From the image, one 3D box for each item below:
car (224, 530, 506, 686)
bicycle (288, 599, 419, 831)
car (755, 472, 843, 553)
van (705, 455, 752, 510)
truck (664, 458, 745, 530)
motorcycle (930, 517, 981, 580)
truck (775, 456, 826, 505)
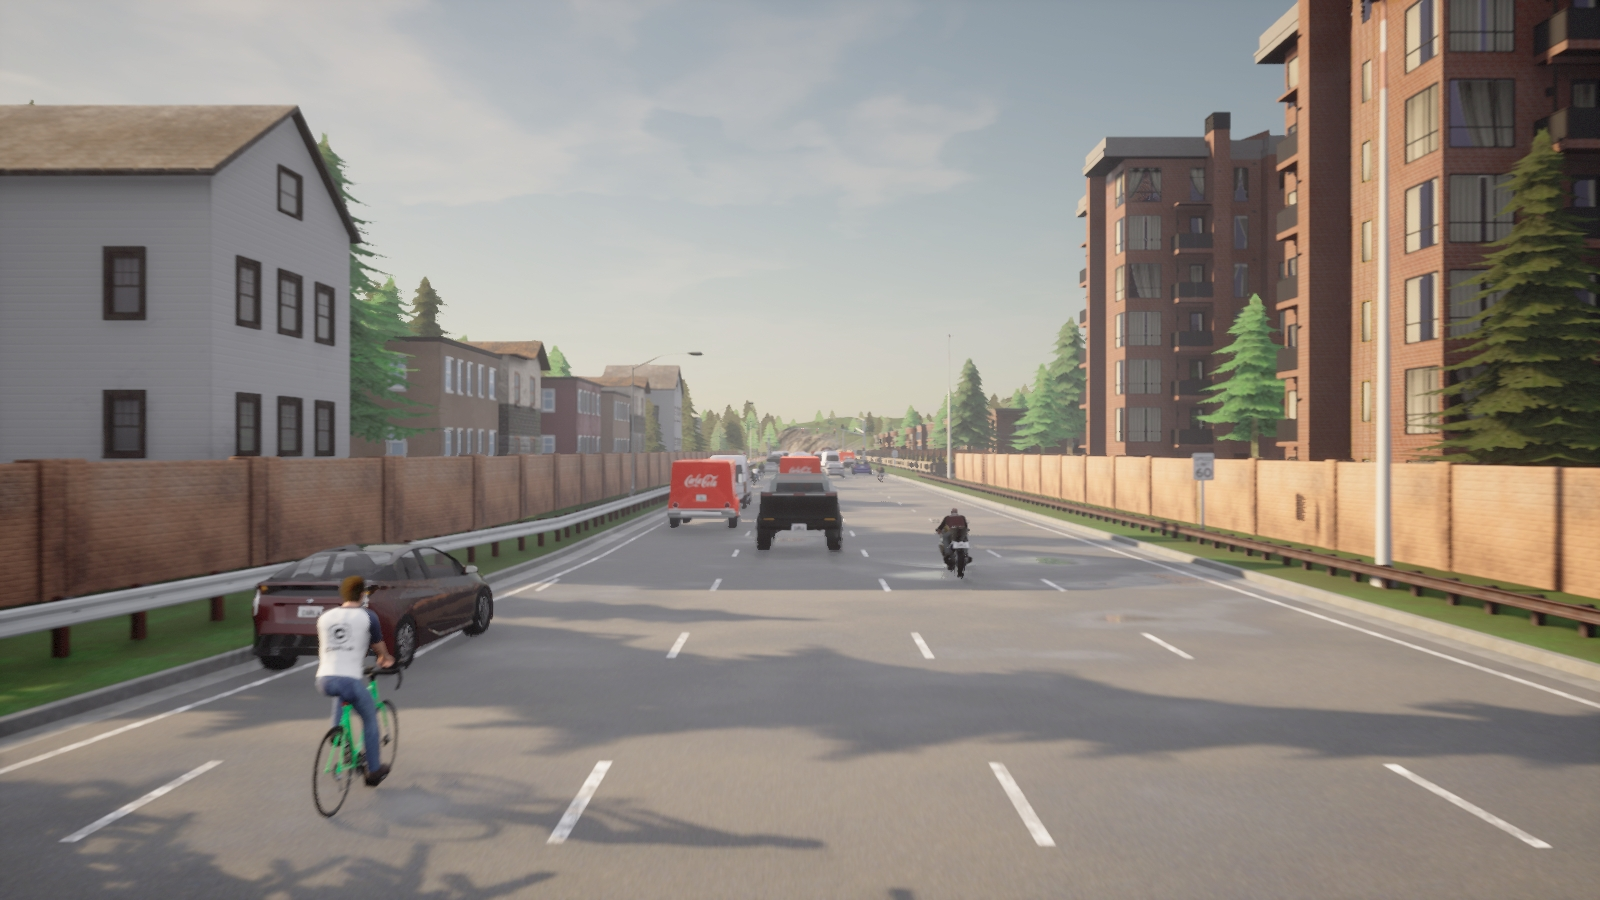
[{"bbox_3d":[-5.777,2.040,15.882,2.007,1.525,4.514,0,0,3],"label":"car"},{"bbox_3d":[-3.560,2.056,9.235,0.373,1.496,1.643,0,0,2],"label":"bicycle"},{"bbox_3d":[-0.003,1.753,34.145,2.390,2.098,6.274,0,0,0],"label":"car"},{"bbox_3d":[-3.494,1.535,57.073,1.988,2.561,5.915,0,0,0],"label":"van"},{"bbox_3d":[-3.484,1.573,42.849,2.627,2.467,5.204,0,0,0],"label":"truck"},{"bbox_3d":[3.508,2.205,25.927,0.867,1.251,2.209,0,0,0],"label":"motorcycle"},{"bbox_3d":[0.011,1.570,61.433,2.627,2.467,5.204,0,0,0],"label":"truck"}]
